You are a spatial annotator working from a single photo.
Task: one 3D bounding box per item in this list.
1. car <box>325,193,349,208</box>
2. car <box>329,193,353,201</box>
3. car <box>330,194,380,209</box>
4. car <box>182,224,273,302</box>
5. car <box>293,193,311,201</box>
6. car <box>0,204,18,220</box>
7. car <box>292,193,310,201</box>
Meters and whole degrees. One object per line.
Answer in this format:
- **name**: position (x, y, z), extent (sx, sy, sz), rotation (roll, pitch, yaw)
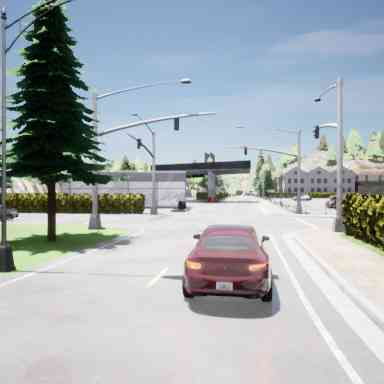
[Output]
- **car**: position (19.533, 1.330, 42.034), extent (5.027, 1.636, 2.152), rotation (0, 0, 9)
- **car**: position (33.290, 1.096, 74.560), extent (4.605, 1.855, 1.932), rotation (0, 0, 9)
- **car**: position (19.087, 1.339, 38.929), extent (4.514, 1.523, 2.007), rotation (0, 0, 9)
- **car**: position (0.941, 1.526, 8.249), extent (1.812, 1.442, 4.674), rotation (0, 0, 9)
- **car**: position (26.042, 1.075, 79.052), extent (3.866, 1.878, 1.905), rotation (0, 0, 9)
- **car**: position (-16.203, 1.488, 26.281), extent (4.902, 1.511, 2.128), rotation (0, 0, 9)
- **car**: position (24.912, 1.360, 75.867), extent (3.806, 1.475, 1.970), rotation (0, 0, 9)
